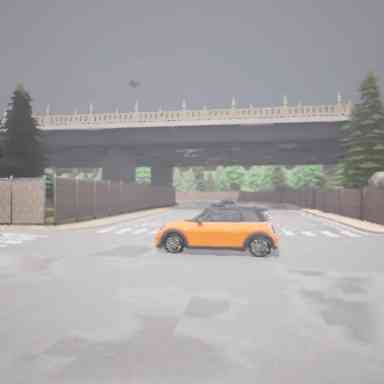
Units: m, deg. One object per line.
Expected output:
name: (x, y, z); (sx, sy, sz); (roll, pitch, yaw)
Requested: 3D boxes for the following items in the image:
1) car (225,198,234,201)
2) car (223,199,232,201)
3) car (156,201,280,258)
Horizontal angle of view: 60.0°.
car: (6.470, 1.715, 58.341); (1.812, 1.442, 4.674); (0, 1, 0)
car: (2.722, 1.703, 34.294); (1.994, 1.385, 4.181); (0, 0, 9)
car: (0.956, 1.338, 12.517); (4.553, 1.767, 2.097); (0, -1, 14)
